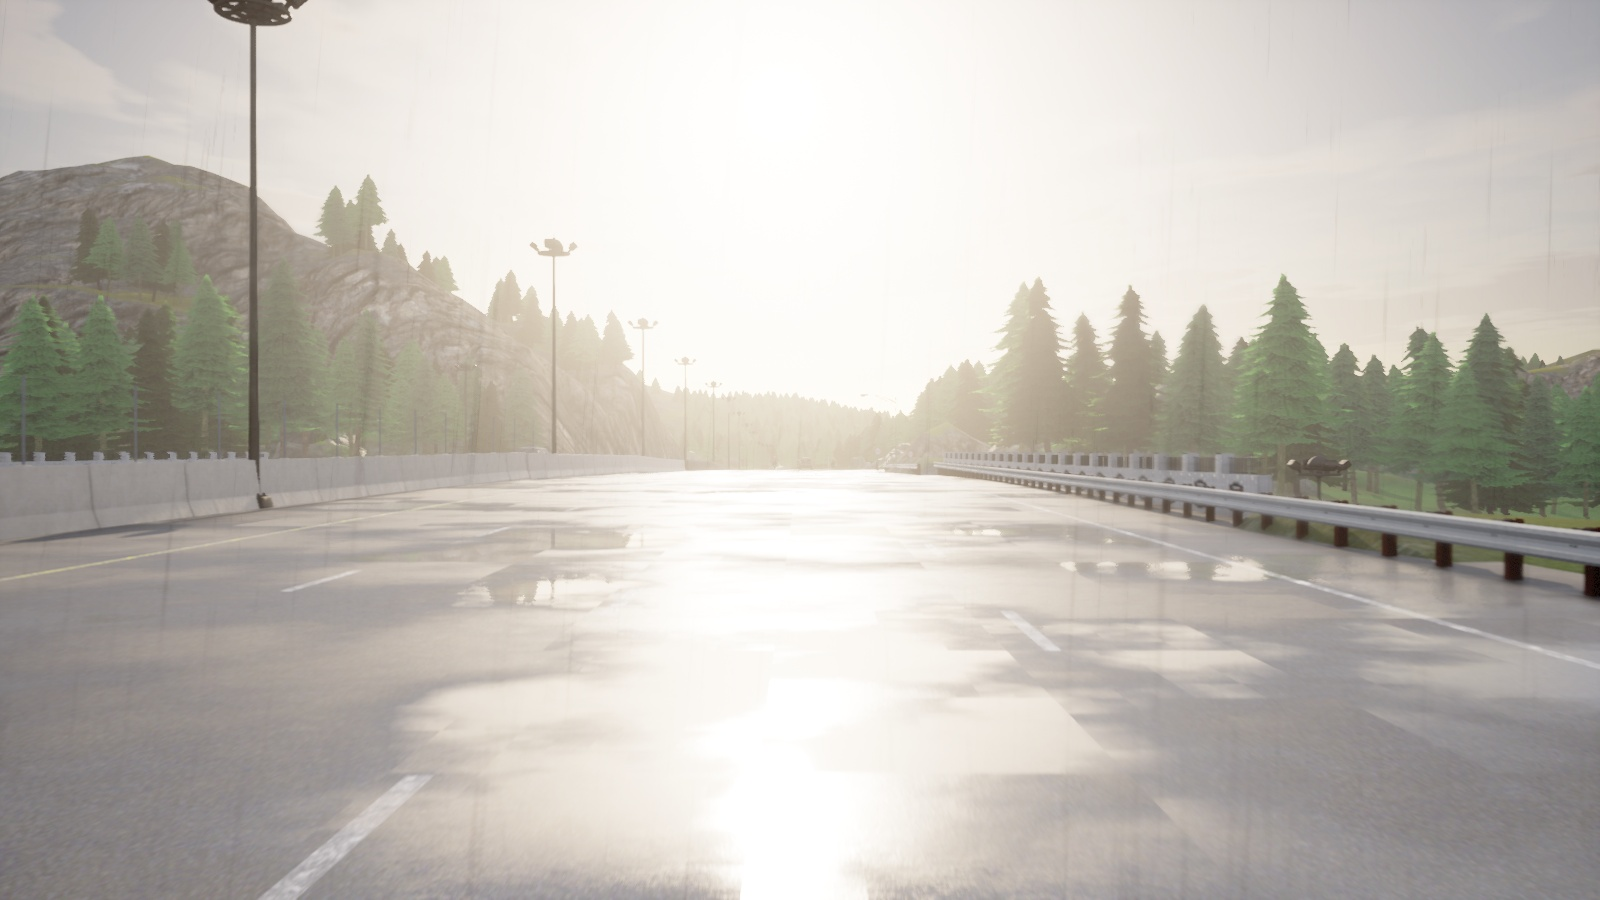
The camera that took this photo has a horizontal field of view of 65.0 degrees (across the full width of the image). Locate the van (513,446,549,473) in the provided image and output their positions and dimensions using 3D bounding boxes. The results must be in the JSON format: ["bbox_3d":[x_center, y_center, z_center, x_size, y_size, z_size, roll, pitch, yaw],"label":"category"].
[{"bbox_3d":[-20.454,0.715,95.516,1.775,1.987,4.442,0,-1,0],"label":"van"}]
